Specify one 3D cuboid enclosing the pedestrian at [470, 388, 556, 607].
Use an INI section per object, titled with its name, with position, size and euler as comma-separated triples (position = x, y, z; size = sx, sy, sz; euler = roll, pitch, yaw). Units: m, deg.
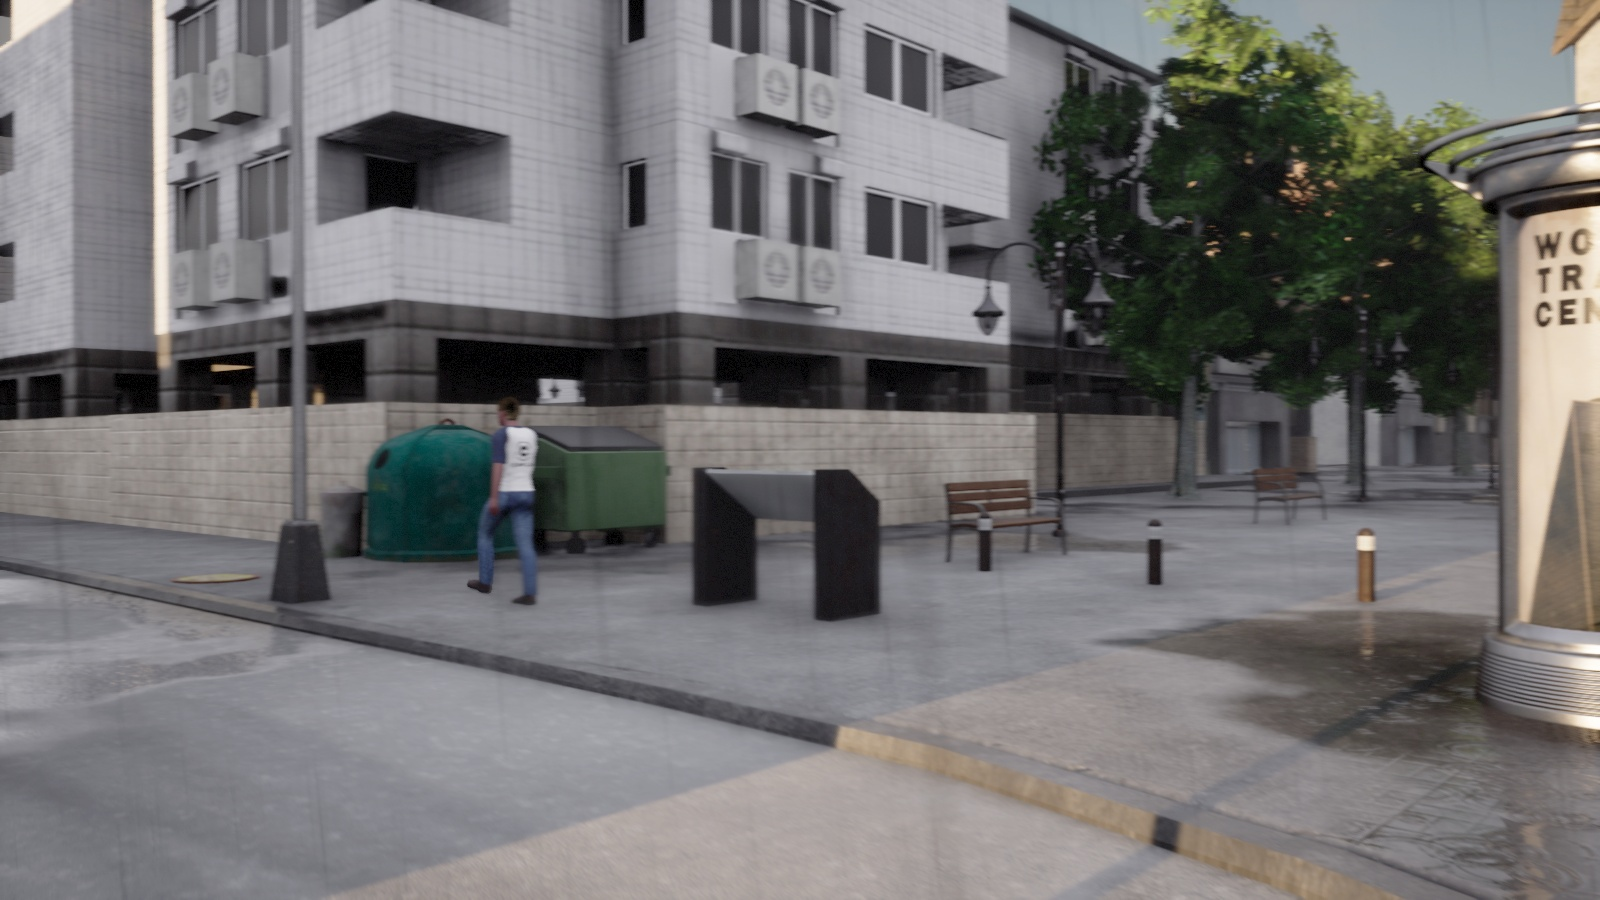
[pedestrian]
position = -2.498, 0.397, 10.911
size = 0.706, 1.836, 0.354
euler = 0, 0, 39
